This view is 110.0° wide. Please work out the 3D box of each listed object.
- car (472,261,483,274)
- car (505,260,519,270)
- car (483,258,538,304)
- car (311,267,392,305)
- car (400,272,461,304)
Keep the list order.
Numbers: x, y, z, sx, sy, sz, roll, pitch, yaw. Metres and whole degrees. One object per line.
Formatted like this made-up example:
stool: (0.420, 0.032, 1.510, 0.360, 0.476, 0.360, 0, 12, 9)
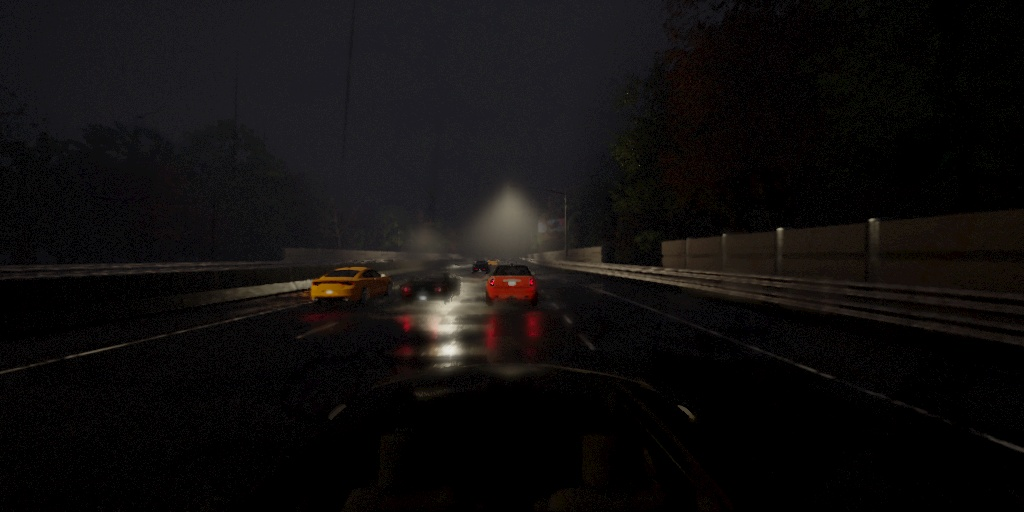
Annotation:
car: (-3.482, 1.284, 41.565, 1.837, 1.490, 4.892, 0, 0, 0)
car: (0.024, 1.351, 55.578, 1.994, 1.385, 4.181, 0, 0, 0)
car: (0.006, 1.112, 16.390, 2.097, 1.767, 4.553, 0, 0, 0)
car: (-6.996, 1.238, 16.218, 1.882, 1.535, 5.008, 0, 0, 0)
car: (-3.493, 1.361, 16.335, 1.895, 1.301, 4.718, 0, 0, 0)
